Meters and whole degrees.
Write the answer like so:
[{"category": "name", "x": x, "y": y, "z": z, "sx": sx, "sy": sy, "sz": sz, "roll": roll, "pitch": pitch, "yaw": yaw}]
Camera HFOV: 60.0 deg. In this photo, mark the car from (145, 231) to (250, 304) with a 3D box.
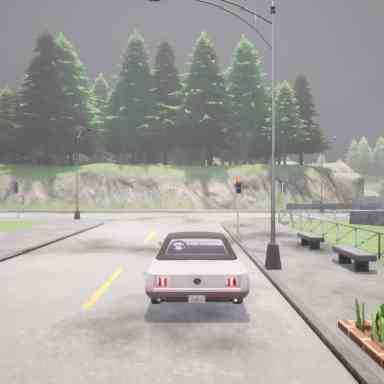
[{"category": "car", "x": 0.095, "y": 1.601, "z": 8.086, "sx": 1.895, "sy": 1.301, "sz": 4.718, "roll": 0, "pitch": 0, "yaw": 0}]
